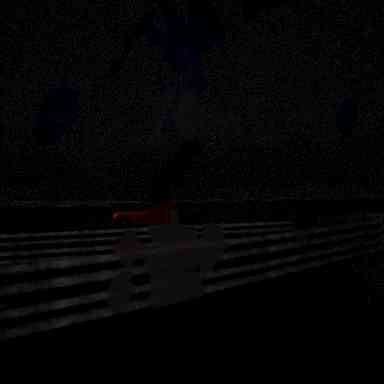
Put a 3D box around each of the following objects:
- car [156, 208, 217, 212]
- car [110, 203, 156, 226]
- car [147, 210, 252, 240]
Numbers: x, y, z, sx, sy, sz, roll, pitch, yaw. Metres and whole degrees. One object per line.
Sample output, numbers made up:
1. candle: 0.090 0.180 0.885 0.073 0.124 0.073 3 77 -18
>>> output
1. car: 0.849 1.668 19.788 5.357 1.411 2.033 -1 0 -17
2. car: -3.097 1.528 22.221 4.553 1.767 2.097 -1 0 -17
3. car: 0.493 1.731 16.008 4.718 1.301 1.895 -1 0 -17
